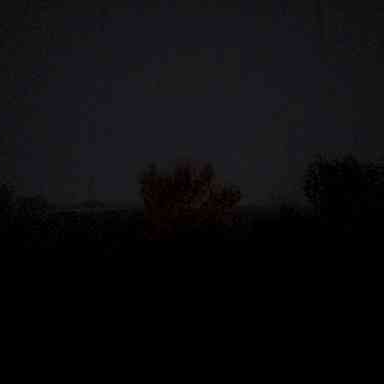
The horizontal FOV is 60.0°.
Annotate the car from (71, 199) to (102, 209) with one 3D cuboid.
[{"bbox_3d":[-16.176,1.869,51.294,1.837,1.490,4.892,-1,-1,36],"label":"car"}]
